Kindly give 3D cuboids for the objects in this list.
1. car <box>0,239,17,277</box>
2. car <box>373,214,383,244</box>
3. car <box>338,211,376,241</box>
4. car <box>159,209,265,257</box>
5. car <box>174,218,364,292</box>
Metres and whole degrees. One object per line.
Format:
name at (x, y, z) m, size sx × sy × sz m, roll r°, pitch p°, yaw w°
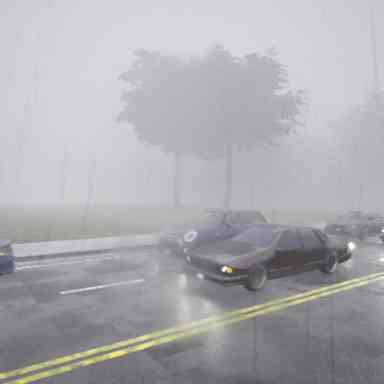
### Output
car at (-6.389, 1.512, 7.101) m, size 4.674 × 1.442 × 1.812 m, roll 1°, pitch -1°, yaw -35°
car at (10.513, 1.792, 15.173) m, size 4.718 × 1.301 × 1.895 m, roll 1°, pitch 0°, yaw -35°
car at (9.108, 1.761, 18.157) m, size 4.181 × 1.385 × 1.994 m, roll 1°, pitch 0°, yaw -36°
car at (1.027, 1.440, 12.396) m, size 4.553 × 1.767 × 2.097 m, roll 1°, pitch 0°, yaw -35°
car at (2.378, 1.629, 9.373) m, size 5.357 × 1.411 × 2.033 m, roll 1°, pitch 0°, yaw -35°
